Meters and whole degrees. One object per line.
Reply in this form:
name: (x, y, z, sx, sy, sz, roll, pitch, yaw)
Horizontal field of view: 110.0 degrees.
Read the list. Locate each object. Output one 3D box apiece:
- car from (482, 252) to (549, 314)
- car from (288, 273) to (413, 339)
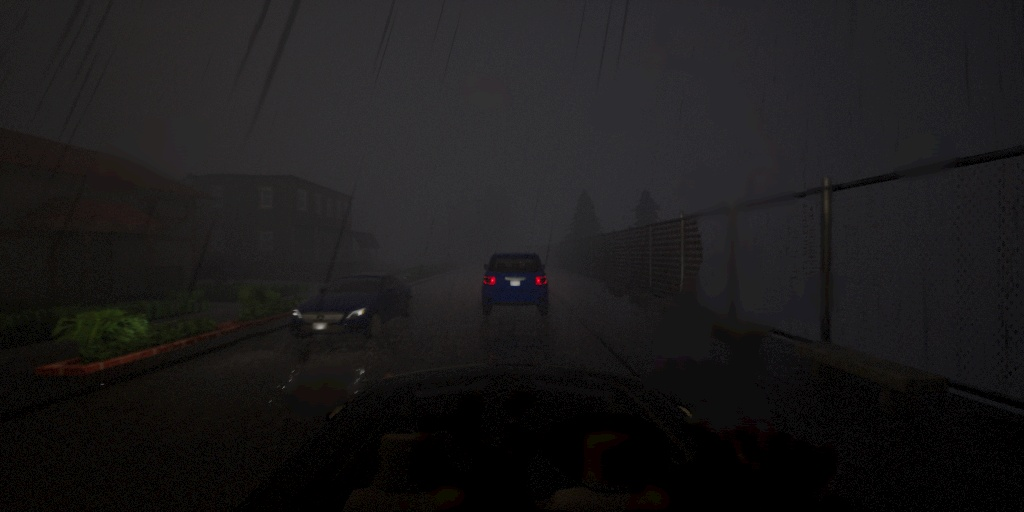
car: (0.101, 0.889, 13.374, 2.150, 2.045, 5.566, 0, 0, 0)
car: (-4.098, 1.217, 9.974, 1.812, 1.442, 4.674, 0, 0, 0)
